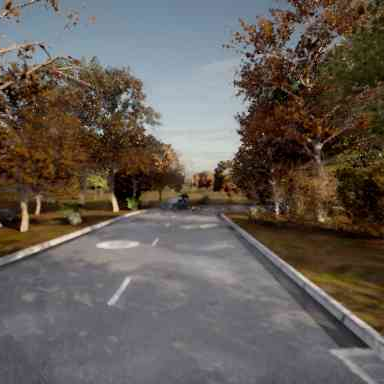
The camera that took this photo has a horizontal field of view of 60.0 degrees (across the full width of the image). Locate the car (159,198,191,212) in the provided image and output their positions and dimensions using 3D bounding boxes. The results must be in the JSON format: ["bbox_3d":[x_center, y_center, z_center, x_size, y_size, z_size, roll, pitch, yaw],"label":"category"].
[{"bbox_3d":[-1.794,1.396,36.774,1.837,1.490,4.892,-1,0,28],"label":"car"}]
